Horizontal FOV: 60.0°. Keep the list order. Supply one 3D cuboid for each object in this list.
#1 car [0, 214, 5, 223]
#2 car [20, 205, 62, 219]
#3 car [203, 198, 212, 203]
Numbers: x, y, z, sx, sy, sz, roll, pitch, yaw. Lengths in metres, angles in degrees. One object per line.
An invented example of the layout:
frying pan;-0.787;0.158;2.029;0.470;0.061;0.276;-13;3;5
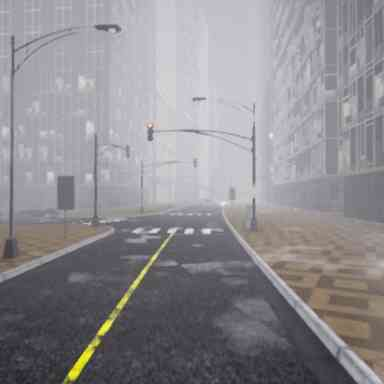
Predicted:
car;-17.594;2.012;27.221;4.403;1.369;2.008;-1;0;10
car;-16.072;2.117;35.461;4.403;1.369;2.008;-1;0;10
car;3.973;2.087;82.574;1.994;1.385;4.181;0;0;9
